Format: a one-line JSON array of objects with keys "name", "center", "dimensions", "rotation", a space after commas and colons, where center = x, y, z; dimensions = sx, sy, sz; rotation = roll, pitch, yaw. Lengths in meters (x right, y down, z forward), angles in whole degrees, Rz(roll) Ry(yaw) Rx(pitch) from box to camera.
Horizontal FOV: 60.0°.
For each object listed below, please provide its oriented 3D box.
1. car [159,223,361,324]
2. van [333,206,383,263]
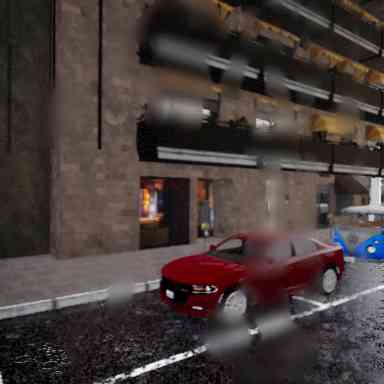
[{"name": "car", "center": [1.446, 1.536, 7.124], "dimensions": [4.507, 1.381, 1.887], "rotation": [0, 1, -36]}, {"name": "van", "center": [6.077, 1.325, 10.426], "dimensions": [3.998, 1.788, 1.690], "rotation": [0, 1, -36]}]
